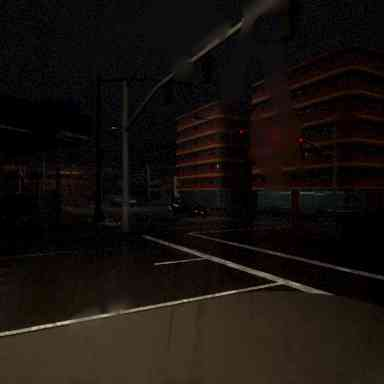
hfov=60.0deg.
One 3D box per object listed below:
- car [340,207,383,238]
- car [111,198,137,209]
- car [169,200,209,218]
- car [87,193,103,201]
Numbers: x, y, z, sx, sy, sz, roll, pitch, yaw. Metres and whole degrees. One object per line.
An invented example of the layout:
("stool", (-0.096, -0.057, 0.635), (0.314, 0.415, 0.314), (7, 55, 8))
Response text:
("car", (9.673, 1.491, 15.802), (2.128, 1.511, 4.902), (0, 0, -42))
("car", (-9.615, 1.601, 45.774), (1.895, 1.301, 4.718), (0, 0, -30))
("car", (-0.355, 1.504, 30.063), (1.837, 1.490, 4.892), (0, 0, -31))
("car", (-17.826, 1.242, 59.892), (1.812, 1.442, 4.674), (0, 0, -31))
